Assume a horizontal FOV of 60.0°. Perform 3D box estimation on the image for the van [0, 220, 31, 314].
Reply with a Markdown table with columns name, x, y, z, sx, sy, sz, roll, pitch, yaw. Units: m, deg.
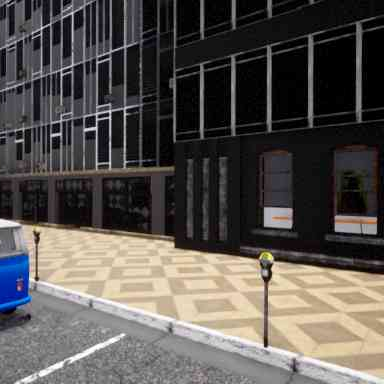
| name | x | y | z | sx | sy | sz | roll | pitch | yaw |
| --- | --- | --- | --- | --- | --- | --- | --- | --- | --- |
| van | -4.728 | 1.340 | 6.260 | 3.998 | 1.788 | 1.690 | 0 | 0 | 36 |
